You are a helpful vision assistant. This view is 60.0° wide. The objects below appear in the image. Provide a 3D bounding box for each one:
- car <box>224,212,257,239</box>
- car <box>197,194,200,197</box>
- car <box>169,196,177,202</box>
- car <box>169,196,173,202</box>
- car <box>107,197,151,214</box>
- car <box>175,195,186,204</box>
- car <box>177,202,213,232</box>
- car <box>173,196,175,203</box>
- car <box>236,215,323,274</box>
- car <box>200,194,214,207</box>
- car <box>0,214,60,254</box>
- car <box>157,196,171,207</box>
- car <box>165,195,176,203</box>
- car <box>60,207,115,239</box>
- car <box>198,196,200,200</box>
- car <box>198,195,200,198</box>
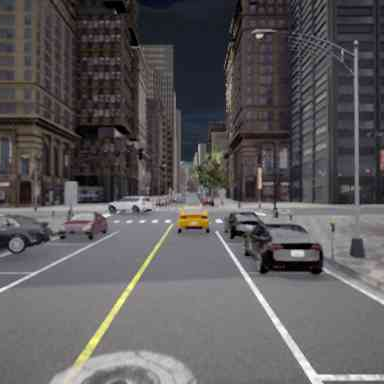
[{"bbox_3d":[2.765,1.720,18.144,1.947,1.339,4.313,0,0,0],"label":"car"},{"bbox_3d":[3.236,1.964,94.709,1.967,1.590,4.097,1,0,0],"label":"car"},{"bbox_3d":[-5.289,1.965,94.759,1.967,1.590,4.097,1,0,0],"label":"car"},{"bbox_3d":[-5.468,1.988,67.056,2.008,1.369,4.403,0,0,0],"label":"car"},{"bbox_3d":[-7.602,1.585,40.375,5.566,2.045,2.150,-1,-2,24],"label":"car"},{"bbox_3d":[-2.661,2.023,74.772,1.994,1.385,4.181,0,0,0],"label":"car"},{"bbox_3d":[0.083,1.656,21.483,1.882,1.535,5.008,0,-1,-1],"label":"car"},{"bbox_3d":[-5.432,2.006,72.596,1.887,1.381,4.507,0,0,0],"label":"car"},{"bbox_3d":[2.765,1.662,10.779,1.947,1.339,4.313,0,0,0],"label":"car"},{"bbox_3d":[3.024,1.726,61.465,2.192,1.841,5.009,0,0,0],"label":"car"},{"bbox_3d":[-7.498,1.496,12.226,4.403,1.369,2.008,-1,0,-9],"label":"car"},{"bbox_3d":[-5.503,1.957,61.516,1.887,1.381,4.507,0,0,0],"label":"car"},{"bbox_3d":[-5.359,1.815,83.678,2.192,1.841,5.009,1,0,0],"label":"car"},{"bbox_3d":[-5.760,1.736,18.149,1.802,1.307,4.206,0,0,0],"label":"car"},{"bbox_3d":[3.129,2.048,78.085,1.947,1.339,4.313,1,0,0],"label":"car"},{"bbox_3d":[3.166,2.025,83.797,1.752,1.417,4.829,1,0,0],"label":"car"}]
